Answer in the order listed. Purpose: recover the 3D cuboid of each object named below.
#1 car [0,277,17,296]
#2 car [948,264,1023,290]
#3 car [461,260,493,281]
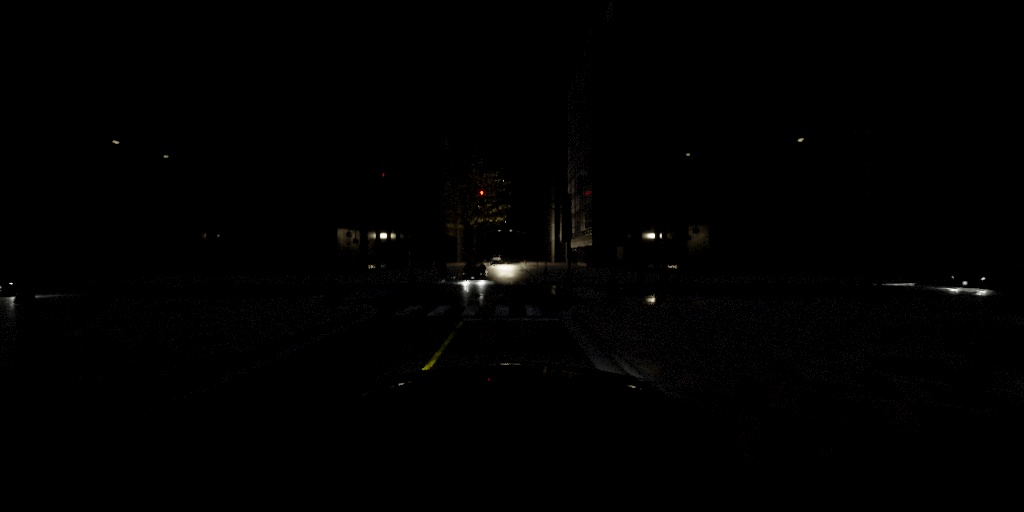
[{"bbox_3d":[-27.559,1.307,17.577,4.892,1.490,1.837,0,0,0],"label":"car"},{"bbox_3d":[28.894,1.171,20.759,5.357,1.411,2.033,0,0,0],"label":"car"},{"bbox_3d":[-3.012,1.273,30.201,2.033,1.411,5.357,0,0,0],"label":"car"}]
